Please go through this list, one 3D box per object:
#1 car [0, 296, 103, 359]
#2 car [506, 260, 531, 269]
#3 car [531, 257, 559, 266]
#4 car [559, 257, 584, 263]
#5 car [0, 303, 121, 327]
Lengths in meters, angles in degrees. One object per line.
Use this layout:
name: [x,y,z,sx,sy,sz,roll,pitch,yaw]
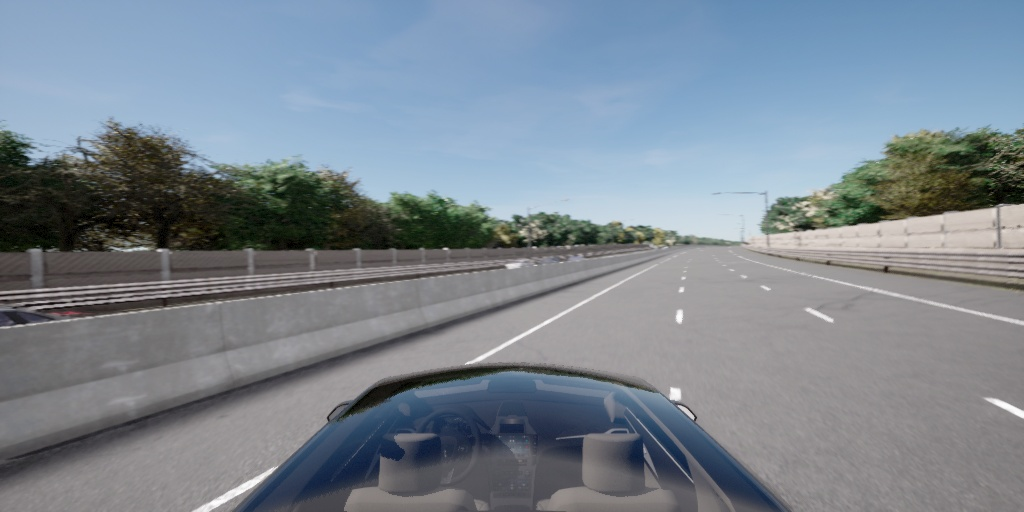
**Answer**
car: [-13.584,1.897,8.528,1.895,1.301,4.718,-2,0,25]
car: [1.059,1.205,46.362,1.895,1.301,4.718,-2,0,28]
car: [4.667,0.956,45.767,1.837,1.490,4.892,-2,0,27]
car: [7.770,0.848,44.157,1.812,1.442,4.674,-2,0,27]
car: [-10.683,1.727,6.493,2.033,1.411,5.357,-2,0,25]
